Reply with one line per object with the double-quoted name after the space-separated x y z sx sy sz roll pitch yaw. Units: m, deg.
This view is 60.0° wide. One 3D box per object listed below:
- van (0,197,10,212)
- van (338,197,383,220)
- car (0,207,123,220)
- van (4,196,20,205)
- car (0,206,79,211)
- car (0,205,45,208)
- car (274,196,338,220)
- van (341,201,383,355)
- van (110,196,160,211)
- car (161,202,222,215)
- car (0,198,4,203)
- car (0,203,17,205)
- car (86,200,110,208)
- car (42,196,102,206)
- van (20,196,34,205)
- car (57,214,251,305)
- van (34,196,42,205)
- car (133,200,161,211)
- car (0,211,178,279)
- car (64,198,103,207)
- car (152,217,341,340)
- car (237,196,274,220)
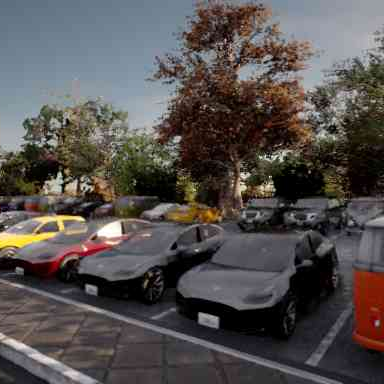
-26.550 1.670 43.515 1.878 1.987 4.442 -2 -1 36 "van"
9.288 1.272 17.466 1.878 1.987 4.442 0 0 36 "van"
-5.212 1.543 11.696 1.946 1.575 5.366 0 0 36 "car"
-17.812 1.451 36.946 1.878 1.987 4.442 -1 -1 36 "van"
-7.354 1.562 13.472 2.231 1.521 4.892 0 0 36 "car"
-9.616 1.577 15.082 2.231 1.521 4.892 0 0 36 "car"
7.090 1.261 19.155 2.435 2.045 5.566 0 0 36 "car"
3.980 1.261 5.461 1.878 1.987 4.442 0 0 36 "van"
-4.174 1.362 27.430 1.878 1.987 4.442 0 0 36 "van"
0.356 1.557 24.024 2.097 1.535 5.008 0 0 36 "car"
-19.866 1.717 38.572 2.097 1.535 5.008 -2 -1 36 "car"
-11.975 1.588 16.557 1.946 1.575 5.366 0 0 36 "car"
-6.389 1.642 28.876 2.002 1.452 4.674 0 0 36 "car"
-11.007 1.381 32.163 2.435 2.045 5.566 0 0 36 "car"
-15.319 1.435 35.441 1.878 1.987 4.442 0 0 36 "van"
-0.613 1.546 8.582 2.163 1.488 4.792 0 0 36 "car"
-13.171 1.421 33.898 1.878 1.987 4.442 0 0 36 "van"
-1.990 1.613 25.720 2.002 1.452 4.674 0 0 36 "car"
-2.867 1.561 10.202 2.163 1.488 4.792 0 0 36 "car"
-8.642 1.616 30.491 2.097 1.535 5.008 0 0 36 "car"
1.642 1.531 6.962 2.163 1.488 4.792 0 0 36 "car"
4.841 1.276 20.772 2.435 2.045 5.566 0 0 36 "car"
